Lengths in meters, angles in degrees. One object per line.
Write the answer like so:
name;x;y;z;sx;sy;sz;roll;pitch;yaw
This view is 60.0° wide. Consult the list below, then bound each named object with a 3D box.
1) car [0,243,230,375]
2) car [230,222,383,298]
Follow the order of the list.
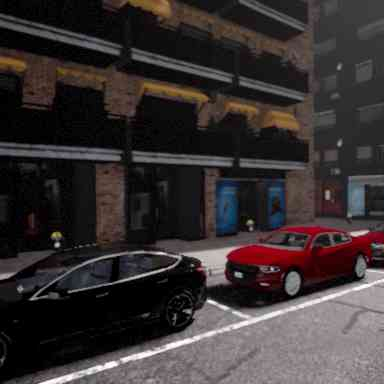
car;-1.711;1.575;5.350;4.313;1.339;1.947;0;-1;-35
car;2.855;1.584;8.596;4.507;1.381;1.887;0;-1;-35
